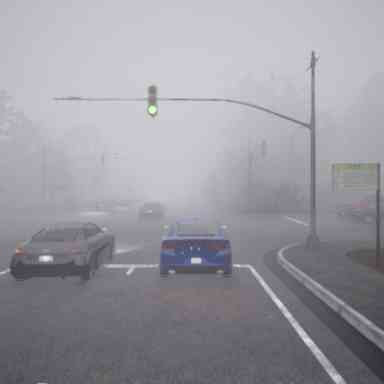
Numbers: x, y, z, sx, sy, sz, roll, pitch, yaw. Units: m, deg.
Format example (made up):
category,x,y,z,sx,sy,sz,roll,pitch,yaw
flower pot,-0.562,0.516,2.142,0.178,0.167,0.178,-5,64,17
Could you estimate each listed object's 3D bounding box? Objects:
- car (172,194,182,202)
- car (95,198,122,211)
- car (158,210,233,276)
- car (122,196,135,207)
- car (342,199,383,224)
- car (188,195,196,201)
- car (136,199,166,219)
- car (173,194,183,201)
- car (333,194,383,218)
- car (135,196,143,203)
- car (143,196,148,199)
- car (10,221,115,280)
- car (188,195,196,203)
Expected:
category,x,y,z,sx,sy,sz,roll,pitch,yaw
car,-3.494,1.529,74.315,1.994,1.385,4.181,0,0,0
car,-10.582,1.478,41.203,2.128,1.511,4.902,0,0,0
car,0.100,1.474,10.340,1.882,1.535,5.008,0,0,0
car,-10.522,1.548,50.554,1.994,1.385,4.181,0,0,2
car,14.016,1.470,24.107,5.008,1.535,1.882,0,0,3
car,0.007,1.396,81.777,2.033,1.411,5.357,0,0,0
car,-3.397,1.554,29.178,1.994,1.385,4.181,0,0,0
car,-3.493,1.328,83.689,2.097,1.767,4.553,0,0,0
car,14.725,1.212,27.593,5.566,2.045,2.150,0,0,2
car,-10.495,1.506,60.158,1.812,1.442,4.674,0,0,0
car,-10.494,1.527,70.185,1.994,1.385,4.181,0,0,0
car,-3.581,1.560,9.950,1.994,1.385,4.181,0,0,-3
car,0.006,1.510,71.358,2.033,1.411,5.357,0,0,0
